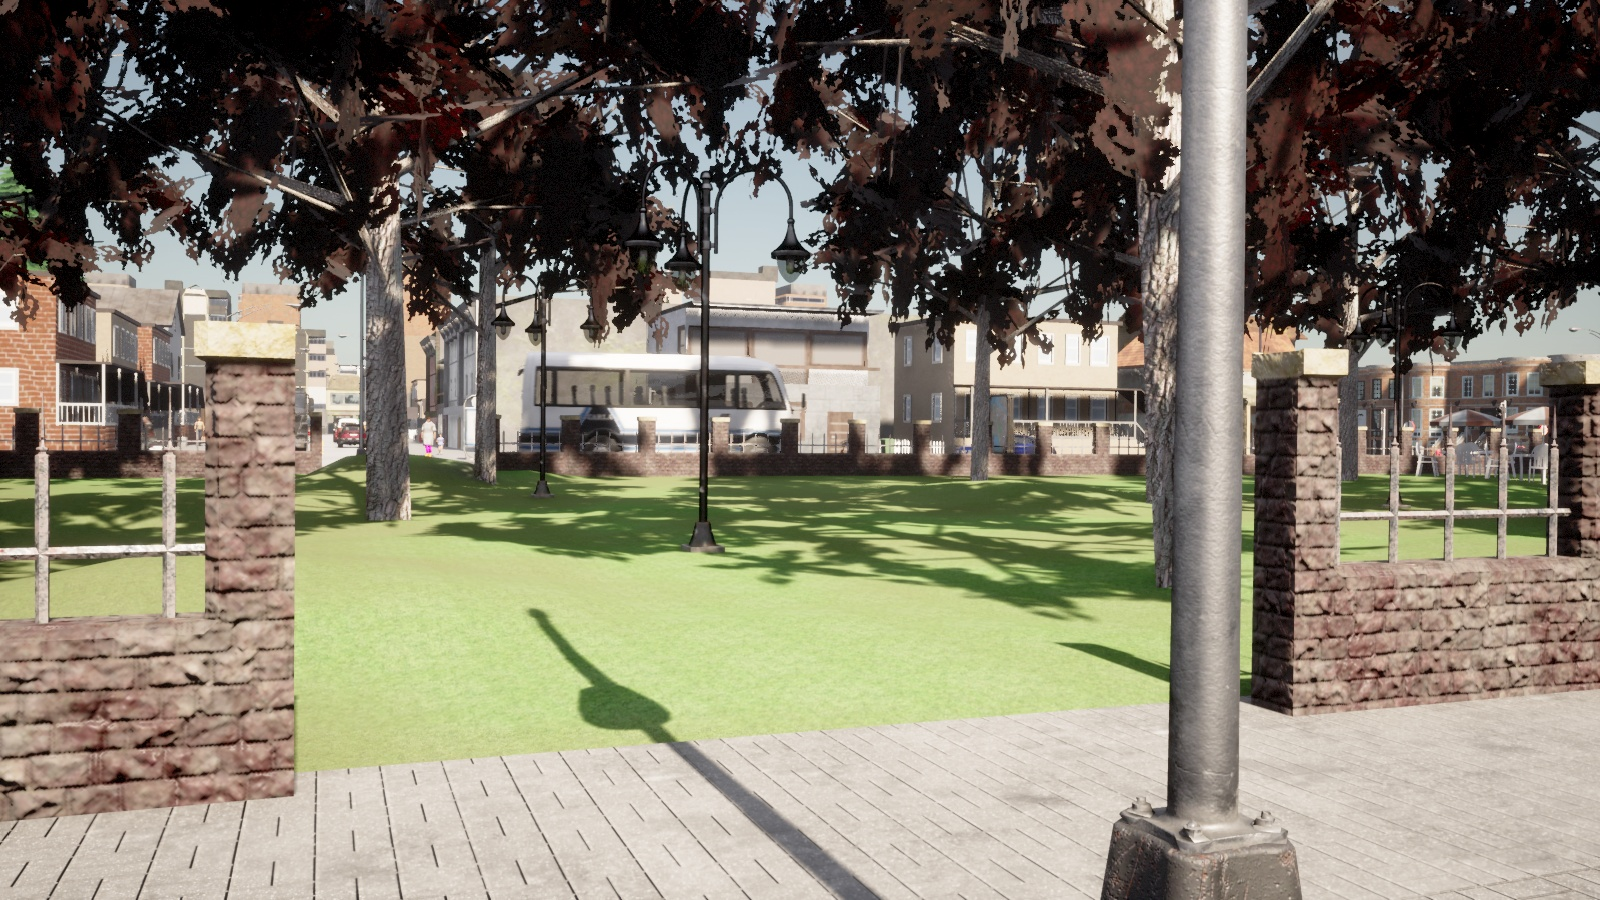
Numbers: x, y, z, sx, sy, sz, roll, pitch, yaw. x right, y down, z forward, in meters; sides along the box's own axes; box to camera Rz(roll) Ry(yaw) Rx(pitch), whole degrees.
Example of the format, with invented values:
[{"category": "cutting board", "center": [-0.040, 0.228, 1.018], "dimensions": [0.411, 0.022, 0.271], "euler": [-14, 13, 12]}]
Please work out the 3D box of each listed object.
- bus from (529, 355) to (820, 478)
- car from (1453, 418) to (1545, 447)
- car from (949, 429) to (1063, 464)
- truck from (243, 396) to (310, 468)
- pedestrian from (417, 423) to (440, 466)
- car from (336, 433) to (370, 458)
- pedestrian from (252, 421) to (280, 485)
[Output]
[{"category": "bus", "center": [-4.714, -1.283, 46.401], "dimensions": [10.273, 4.253, 3.944], "euler": [-1, 2, -13]}, {"category": "car", "center": [42.929, -1.078, 77.249], "dimensions": [2.242, 1.667, 4.611], "euler": [-1, 1, -21]}, {"category": "car", "center": [9.145, -0.181, 55.699], "dimensions": [4.674, 1.442, 1.812], "euler": [-1, 1, -21]}, {"category": "truck", "center": [-26.878, -0.947, 64.744], "dimensions": [2.891, 3.462, 7.936], "euler": [-1, 1, -21]}, {"category": "pedestrian", "center": [-17.085, -0.247, 57.762], "dimensions": [0.659, 1.952, 0.873], "euler": [0, 1, 9]}, {"category": "car", "center": [-30.305, -0.329, 85.098], "dimensions": [2.033, 1.649, 4.856], "euler": [-1, 1, -21]}, {"category": "pedestrian", "center": [-15.448, 0.083, 36.348], "dimensions": [0.703, 1.840, 0.431], "euler": [-1, 1, -21]}]
